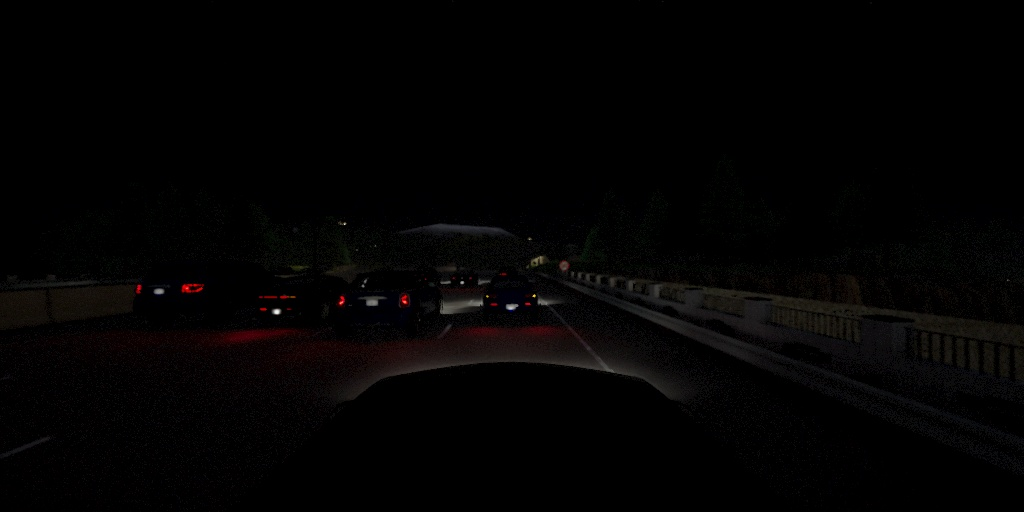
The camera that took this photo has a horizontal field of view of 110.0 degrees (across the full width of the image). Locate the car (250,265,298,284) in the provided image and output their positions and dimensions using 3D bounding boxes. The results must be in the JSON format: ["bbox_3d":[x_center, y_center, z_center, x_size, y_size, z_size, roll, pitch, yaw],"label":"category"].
[{"bbox_3d":[-25.087,1.887,38.032,2.097,1.767,4.553,-1,-1,-1],"label":"car"}]

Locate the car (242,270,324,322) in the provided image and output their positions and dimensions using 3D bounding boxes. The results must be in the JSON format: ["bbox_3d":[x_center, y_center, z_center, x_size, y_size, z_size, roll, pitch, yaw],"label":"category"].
[{"bbox_3d":[-7.062,1.431,13.112,1.837,1.490,4.892,-1,-1,-1],"label":"car"}]

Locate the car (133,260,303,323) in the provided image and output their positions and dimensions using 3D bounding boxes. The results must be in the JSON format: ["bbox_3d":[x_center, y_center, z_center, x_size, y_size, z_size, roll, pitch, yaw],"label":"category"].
[{"bbox_3d":[-10.569,1.183,13.372,2.150,2.045,5.566,-1,-1,-1],"label":"car"}]

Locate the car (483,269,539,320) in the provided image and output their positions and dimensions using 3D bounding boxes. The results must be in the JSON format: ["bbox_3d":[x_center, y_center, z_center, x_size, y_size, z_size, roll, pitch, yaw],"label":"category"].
[{"bbox_3d":[-0.074,1.386,13.095,1.812,1.442,4.674,-1,-1,-1],"label":"car"}]

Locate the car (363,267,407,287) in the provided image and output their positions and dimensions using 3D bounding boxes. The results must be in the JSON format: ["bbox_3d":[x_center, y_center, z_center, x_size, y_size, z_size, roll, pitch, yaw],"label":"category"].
[{"bbox_3d":[-10.863,1.761,31.065,2.128,1.511,4.902,-1,-1,-1],"label":"car"}]

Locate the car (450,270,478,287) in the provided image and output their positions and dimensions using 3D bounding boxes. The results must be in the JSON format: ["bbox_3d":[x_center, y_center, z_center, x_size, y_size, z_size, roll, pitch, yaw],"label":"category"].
[{"bbox_3d":[-3.836,1.775,29.553,1.895,1.301,4.718,-1,-1,-1],"label":"car"}]

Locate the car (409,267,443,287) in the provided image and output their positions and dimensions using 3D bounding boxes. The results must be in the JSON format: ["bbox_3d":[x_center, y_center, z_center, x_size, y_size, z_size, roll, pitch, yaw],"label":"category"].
[{"bbox_3d":[-7.365,1.743,31.184,1.837,1.490,4.892,-1,-1,-1],"label":"car"}]

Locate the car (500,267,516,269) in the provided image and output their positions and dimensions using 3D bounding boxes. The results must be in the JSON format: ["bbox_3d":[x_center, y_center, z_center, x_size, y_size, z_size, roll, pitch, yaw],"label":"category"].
[{"bbox_3d":[-0.366,1.679,31.309,1.837,1.490,4.892,-1,-1,-1],"label":"car"}]

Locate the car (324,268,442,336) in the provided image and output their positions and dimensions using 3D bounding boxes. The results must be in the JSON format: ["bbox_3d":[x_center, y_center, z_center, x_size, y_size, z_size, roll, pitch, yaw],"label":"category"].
[{"bbox_3d":[-3.529,1.218,11.080,2.097,1.767,4.553,-1,-1,-1],"label":"car"}]

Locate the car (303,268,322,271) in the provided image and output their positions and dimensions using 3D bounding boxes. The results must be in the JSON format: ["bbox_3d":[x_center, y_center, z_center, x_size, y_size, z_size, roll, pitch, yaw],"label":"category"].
[{"bbox_3d":[-21.586,1.999,38.121,2.128,1.511,4.902,-1,-1,-1],"label":"car"}]
